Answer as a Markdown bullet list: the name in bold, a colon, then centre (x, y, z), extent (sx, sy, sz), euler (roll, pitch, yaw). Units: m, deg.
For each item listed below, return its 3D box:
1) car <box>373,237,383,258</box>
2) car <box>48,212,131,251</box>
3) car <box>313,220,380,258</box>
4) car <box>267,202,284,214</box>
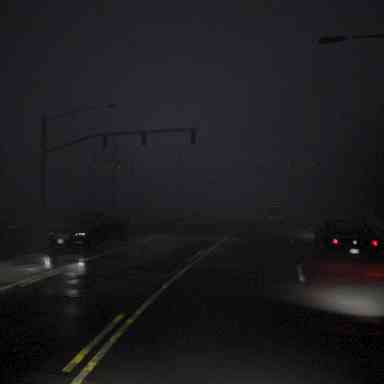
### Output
- **car**: centre (3.970, 1.558, 3.437), extent (1.837, 1.490, 4.892), euler (0, -1, 6)
- **car**: centre (-4.466, 1.670, 15.190), extent (2.128, 1.511, 4.902), euler (0, -1, 14)
- **car**: centre (6.142, 1.785, 13.634), extent (1.895, 1.301, 4.718), euler (0, -1, 14)
- **car**: centre (10.523, 1.981, 41.862), extent (2.128, 1.511, 4.902), euler (0, 0, 15)
